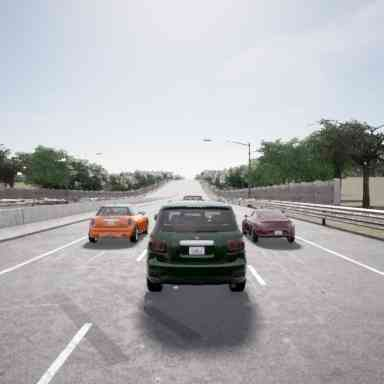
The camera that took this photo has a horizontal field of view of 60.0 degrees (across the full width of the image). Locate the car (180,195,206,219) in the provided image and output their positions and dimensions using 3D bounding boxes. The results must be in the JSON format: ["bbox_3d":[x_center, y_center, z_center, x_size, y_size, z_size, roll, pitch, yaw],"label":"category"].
[{"bbox_3d":[0.070,1.264,30.583,2.150,2.045,5.566,0,0,0],"label":"car"}]

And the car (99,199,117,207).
[{"bbox_3d":[-14.055,1.809,55.846,1.895,1.301,4.718,0,0,0],"label":"car"}]

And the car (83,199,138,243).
[{"bbox_3d":[-3.420,1.352,16.308,2.097,1.767,4.553,0,0,1],"label":"car"}]

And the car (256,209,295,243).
[{"bbox_3d":[3.584,1.526,16.075,1.812,1.442,4.674,0,0,0],"label":"car"}]

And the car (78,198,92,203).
[{"bbox_3d":[-17.557,1.735,55.662,1.812,1.442,4.674,0,-1,0],"label":"car"}]

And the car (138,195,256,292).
[{"bbox_3d":[0.091,1.218,9.078,2.150,2.045,5.566,0,0,0],"label":"car"}]
